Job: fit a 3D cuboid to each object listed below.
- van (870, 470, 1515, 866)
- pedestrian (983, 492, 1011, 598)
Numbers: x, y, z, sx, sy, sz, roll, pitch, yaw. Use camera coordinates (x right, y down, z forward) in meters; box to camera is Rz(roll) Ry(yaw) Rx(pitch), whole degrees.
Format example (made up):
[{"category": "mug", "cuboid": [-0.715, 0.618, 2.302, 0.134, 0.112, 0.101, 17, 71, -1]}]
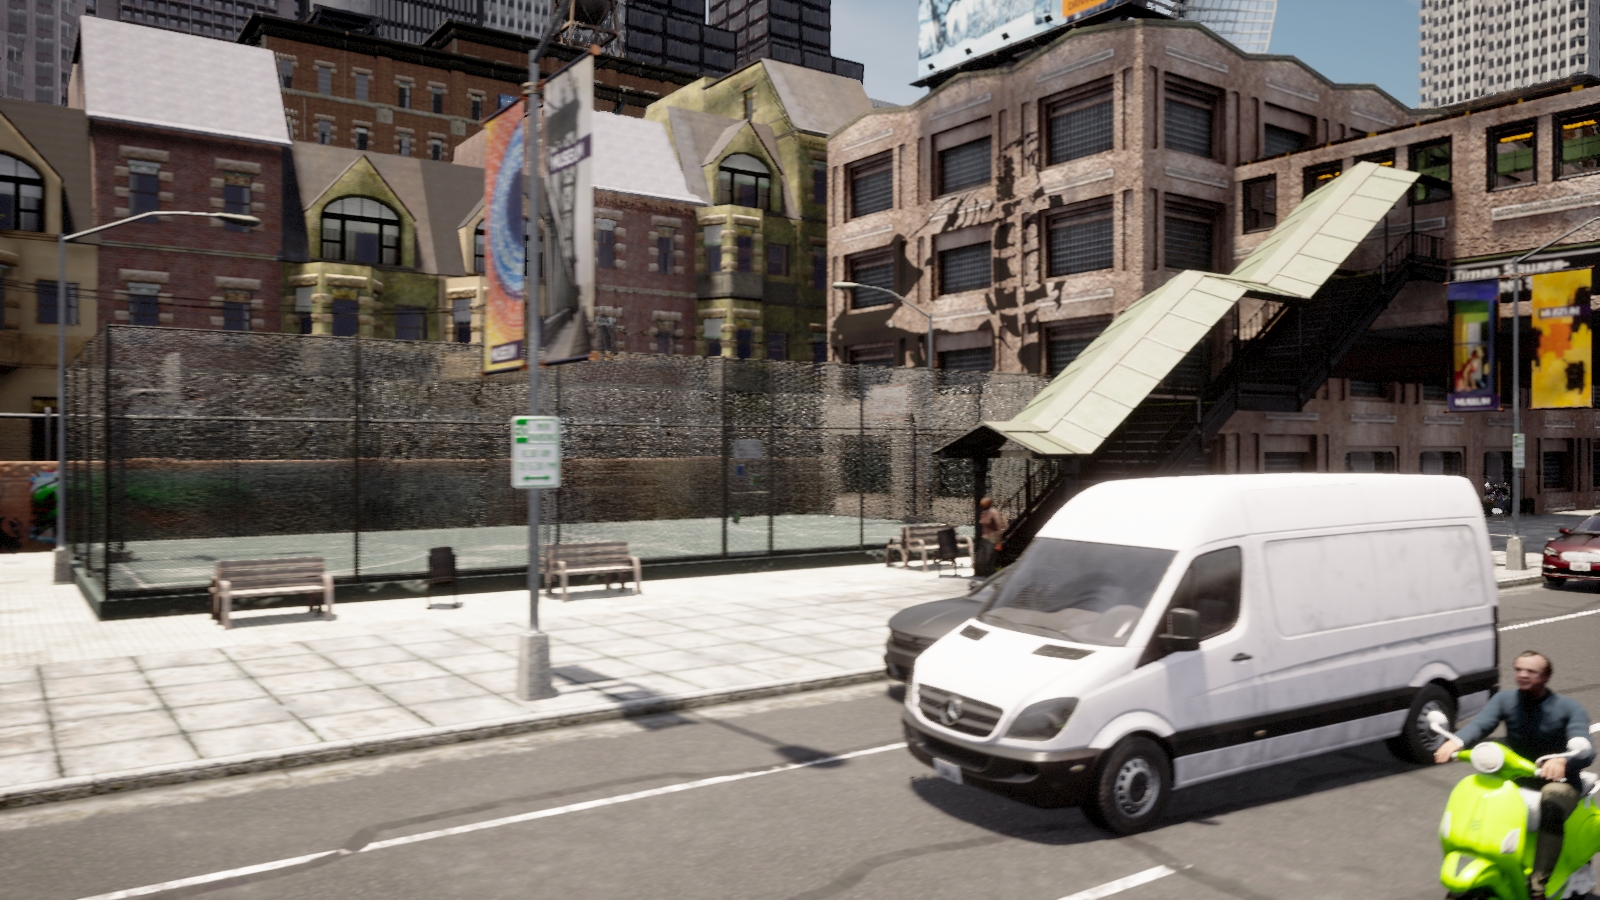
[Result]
[{"category": "van", "cuboid": [3.650, 1.532, 10.124, 5.915, 2.561, 1.988, -1, 0, -30]}, {"category": "pedestrian", "cuboid": [3.542, 1.696, 20.541, 0.375, 1.860, 0.375, 0, 0, -19]}]
